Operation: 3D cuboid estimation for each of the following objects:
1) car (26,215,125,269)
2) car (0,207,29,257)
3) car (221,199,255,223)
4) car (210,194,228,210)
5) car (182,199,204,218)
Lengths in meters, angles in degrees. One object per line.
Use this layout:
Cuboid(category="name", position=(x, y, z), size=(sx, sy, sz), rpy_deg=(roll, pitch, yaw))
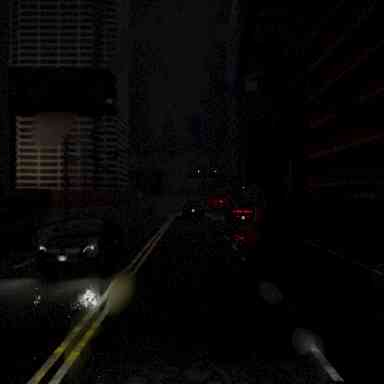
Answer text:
Cuboid(category="car", position=(-3.503, 1.534, 11.316), size=(1.812, 1.442, 4.674), rpy_deg=(0, 0, 0))
Cuboid(category="car", position=(-7.042, 1.359, 10.998), size=(2.097, 1.767, 4.553), rpy_deg=(0, 0, 1))
Cuboid(category="car", position=(3.533, 1.522, 25.242), size=(1.837, 1.490, 4.892), rpy_deg=(0, 0, 1))
Cuboid(category="car", position=(3.580, 1.251, 43.508), size=(2.150, 2.045, 5.566), rpy_deg=(0, 0, 0))
Cuboid(category="car", position=(0.097, 1.586, 30.526), size=(1.994, 1.385, 4.181), rpy_deg=(0, 0, 0))
